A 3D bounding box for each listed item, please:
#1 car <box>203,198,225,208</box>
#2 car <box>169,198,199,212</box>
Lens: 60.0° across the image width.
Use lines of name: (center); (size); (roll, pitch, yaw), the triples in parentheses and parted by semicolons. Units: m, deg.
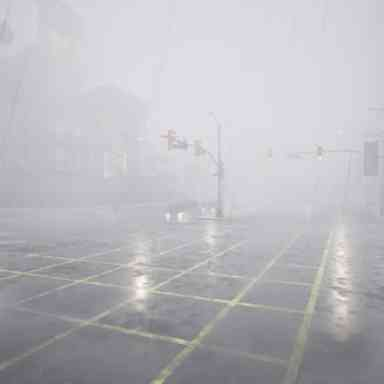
car: (3.220, 1.577, 48.741); (1.895, 1.301, 4.718); (0, 0, 24)
car: (-0.913, 1.463, 39.400); (1.882, 1.535, 5.008); (0, 0, 26)
